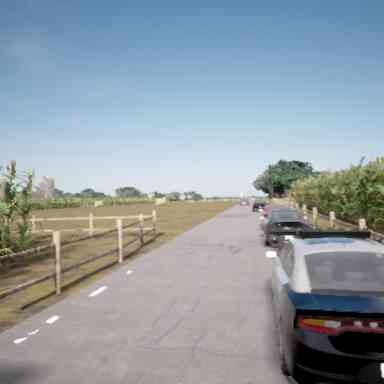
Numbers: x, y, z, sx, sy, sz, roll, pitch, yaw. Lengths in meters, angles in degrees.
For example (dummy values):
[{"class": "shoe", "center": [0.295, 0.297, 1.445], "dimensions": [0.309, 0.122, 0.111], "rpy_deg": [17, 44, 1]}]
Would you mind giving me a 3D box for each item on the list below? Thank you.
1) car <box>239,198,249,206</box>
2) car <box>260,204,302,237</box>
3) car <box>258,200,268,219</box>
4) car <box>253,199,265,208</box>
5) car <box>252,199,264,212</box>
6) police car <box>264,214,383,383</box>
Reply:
[{"class": "car", "center": [10.114, 1.945, 64.304], "dimensions": [1.812, 1.442, 4.674], "rpy_deg": [-2, -1, 11]}, {"class": "car", "center": [4.205, 1.520, 15.229], "dimensions": [1.837, 1.490, 4.892], "rpy_deg": [-2, -1, 11]}, {"class": "car", "center": [5.351, 1.517, 21.120], "dimensions": [1.882, 1.535, 5.008], "rpy_deg": [-2, -1, 11]}, {"class": "car", "center": [11.122, 1.877, 55.083], "dimensions": [1.895, 1.301, 4.718], "rpy_deg": [-2, -1, 11]}, {"class": "car", "center": [8.606, 1.659, 42.092], "dimensions": [1.882, 1.535, 5.008], "rpy_deg": [-2, 0, 11]}, {"class": "police car", "center": [2.315, 1.407, 5.519], "dimensions": [1.930, 1.638, 5.238], "rpy_deg": [-2, 0, 11]}]
